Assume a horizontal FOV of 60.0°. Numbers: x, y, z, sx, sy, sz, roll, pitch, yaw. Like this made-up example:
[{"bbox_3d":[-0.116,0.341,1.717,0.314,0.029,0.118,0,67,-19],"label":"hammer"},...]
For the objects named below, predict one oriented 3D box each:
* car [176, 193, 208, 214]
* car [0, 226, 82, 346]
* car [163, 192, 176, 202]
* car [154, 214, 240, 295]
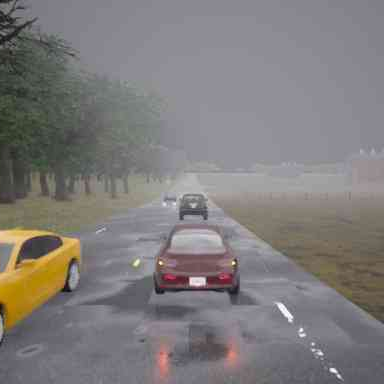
[{"bbox_3d":[0.110,1.113,26.953,2.150,2.045,5.566,0,1,0],"label":"car"},{"bbox_3d":[-3.598,1.480,6.068,1.882,1.535,5.008,0,0,0],"label":"car"},{"bbox_3d":[-3.485,0.783,53.450,1.882,1.535,5.008,0,1,0],"label":"car"},{"bbox_3d":[0.103,1.528,8.623,1.812,1.442,4.674,0,0,0],"label":"car"}]
